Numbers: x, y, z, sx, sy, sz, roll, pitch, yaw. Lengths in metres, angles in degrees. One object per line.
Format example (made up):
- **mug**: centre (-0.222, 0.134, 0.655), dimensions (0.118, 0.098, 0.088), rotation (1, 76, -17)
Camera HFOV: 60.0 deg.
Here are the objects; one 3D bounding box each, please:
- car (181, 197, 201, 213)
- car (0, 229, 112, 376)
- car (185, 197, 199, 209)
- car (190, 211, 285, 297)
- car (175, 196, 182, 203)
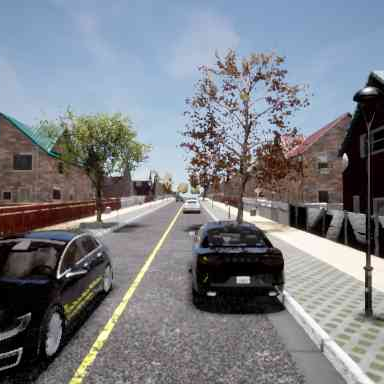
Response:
- **car**: centre (0.006, 1.573, 36.944), dimensions (1.812, 1.442, 4.674), rotation (0, 0, 0)
- **car**: centre (-2.760, 1.511, 5.934), dimensions (1.837, 1.490, 4.892), rotation (0, 0, 0)
- **car**: centre (-0.034, 1.540, 47.185), dimensions (1.882, 1.535, 5.008), rotation (0, 0, 0)
- **car**: centre (0.948, 1.487, 8.664), dimensions (1.882, 1.535, 5.008), rotation (0, 0, 0)
- **car**: centre (-2.892, 1.656, 76.289), dimensions (1.812, 1.442, 4.674), rotation (0, 0, 0)
